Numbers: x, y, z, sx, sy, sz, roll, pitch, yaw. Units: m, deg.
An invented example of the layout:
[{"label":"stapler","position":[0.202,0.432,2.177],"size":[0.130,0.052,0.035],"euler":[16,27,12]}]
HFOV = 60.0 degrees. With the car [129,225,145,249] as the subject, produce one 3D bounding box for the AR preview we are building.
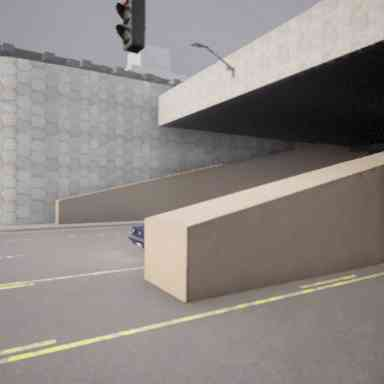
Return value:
[{"label":"car","position":[0.148,1.449,12.218],"size":[4.718,1.301,1.895],"euler":[0,1,-31]}]
